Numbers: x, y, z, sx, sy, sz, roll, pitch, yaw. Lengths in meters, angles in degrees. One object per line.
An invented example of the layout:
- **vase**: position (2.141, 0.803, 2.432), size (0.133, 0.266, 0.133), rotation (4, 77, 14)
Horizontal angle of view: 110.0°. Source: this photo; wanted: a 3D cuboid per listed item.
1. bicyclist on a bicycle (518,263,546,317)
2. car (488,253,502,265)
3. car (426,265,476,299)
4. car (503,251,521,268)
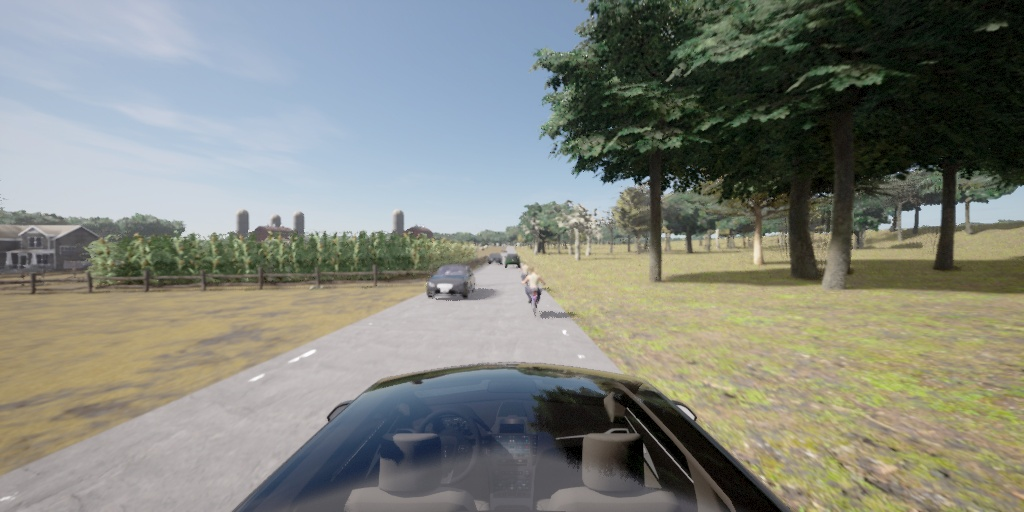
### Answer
- **bicyclist on a bicycle**: position (0.724, 1.157, 11.939), size (0.866, 1.612, 1.509), rotation (0, 0, 0)
- **car**: position (-2.798, 0.472, 60.761), size (2.150, 2.045, 5.566), rotation (0, 1, 1)
- **car**: position (-2.853, 1.191, 17.653), size (2.128, 1.511, 4.902), rotation (0, 0, 0)
- **car**: position (0.089, 0.631, 52.807), size (2.150, 2.045, 5.566), rotation (0, 1, 0)
